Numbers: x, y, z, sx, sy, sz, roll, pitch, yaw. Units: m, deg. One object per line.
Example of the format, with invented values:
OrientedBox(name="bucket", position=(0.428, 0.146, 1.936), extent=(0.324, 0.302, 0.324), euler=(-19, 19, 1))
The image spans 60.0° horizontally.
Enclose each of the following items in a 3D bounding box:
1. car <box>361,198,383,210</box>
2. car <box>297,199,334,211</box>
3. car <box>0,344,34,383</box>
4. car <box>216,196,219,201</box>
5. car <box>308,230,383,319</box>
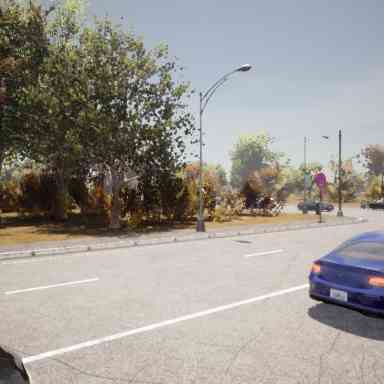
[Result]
OrientedBox(name="car", position=(22.857, 1.491, 39.892), extent=(2.128, 1.511, 4.902), euler=(0, 0, -32))
OrientedBox(name="car", position=(14.613, 1.564, 39.458), extent=(1.994, 1.385, 4.181), euler=(0, 0, -32))
OrientedBox(name="car", position=(-3.315, 1.492, 1.381), extent=(4.902, 1.511, 2.128), euler=(0, 0, -36))
OrientedBox(name="car", position=(3.980, 1.459, 56.278), extent=(1.812, 1.442, 4.674), euler=(0, 1, -32))
OrientedBox(name="car", position=(4.283, 1.526, 6.809), extent=(4.674, 1.442, 1.812), euler=(0, 0, -36))
